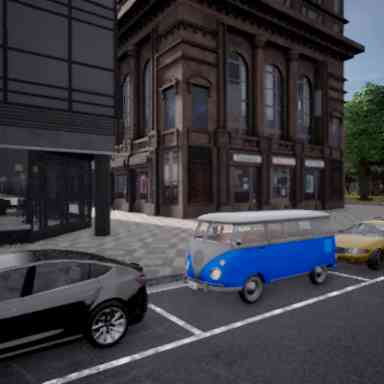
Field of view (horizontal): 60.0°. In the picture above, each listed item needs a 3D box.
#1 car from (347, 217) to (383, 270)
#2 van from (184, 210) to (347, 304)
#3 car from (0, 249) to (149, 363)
[{"bbox_3d":[6.013,1.519,10.957,4.829,1.417,1.752,0,0,-36],"label":"car"},{"bbox_3d":[1.727,1.346,7.894,3.998,1.788,1.690,0,0,-36],"label":"van"},{"bbox_3d":[-2.696,1.582,4.730,4.313,1.339,1.947,0,0,-36],"label":"car"}]
